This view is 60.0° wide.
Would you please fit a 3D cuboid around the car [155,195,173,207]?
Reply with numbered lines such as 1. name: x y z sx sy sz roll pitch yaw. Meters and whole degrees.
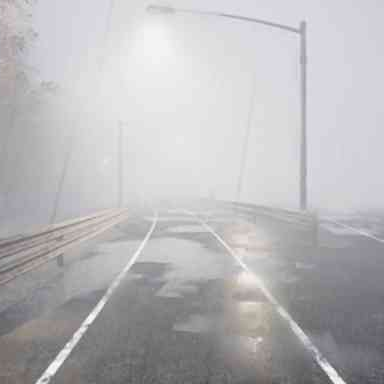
1. car: -4.088 1.526 50.164 1.812 1.442 4.674 0 0 -9

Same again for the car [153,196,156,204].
1. car: -5.896 1.350 60.305 2.097 1.767 4.553 0 0 -11
